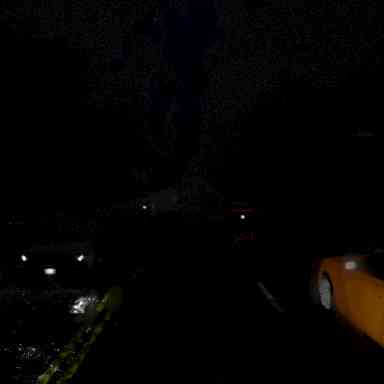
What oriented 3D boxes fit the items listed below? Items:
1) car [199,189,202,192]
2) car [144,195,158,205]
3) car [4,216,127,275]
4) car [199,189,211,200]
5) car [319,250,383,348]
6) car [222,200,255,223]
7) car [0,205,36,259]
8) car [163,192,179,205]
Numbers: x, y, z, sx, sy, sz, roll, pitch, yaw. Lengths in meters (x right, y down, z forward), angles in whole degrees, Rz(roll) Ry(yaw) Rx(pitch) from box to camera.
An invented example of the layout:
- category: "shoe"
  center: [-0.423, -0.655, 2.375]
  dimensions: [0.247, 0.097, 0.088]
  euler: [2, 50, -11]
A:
- category: "car"
  center: [3.231, 0.587, 84.687]
  dimensions: [1.994, 1.385, 4.181]
  euler: [0, 2, 0]
- category: "car"
  center: [-6.573, 1.281, 53.402]
  dimensions: [1.882, 1.535, 5.008]
  euler: [0, 0, 0]
- category: "car"
  center: [-3.352, 1.476, 10.509]
  dimensions: [2.033, 1.411, 5.357]
  euler: [0, 0, 0]
- category: "car"
  center: [3.233, 0.820, 73.692]
  dimensions: [2.033, 1.649, 4.856]
  euler: [0, 2, 0]
- category: "car"
  center: [3.349, 1.444, 4.407]
  dimensions: [1.882, 1.535, 5.008]
  euler: [0, 0, 0]
- category: "car"
  center: [3.345, 1.391, 24.336]
  dimensions: [1.837, 1.490, 4.892]
  euler: [0, 0, 0]
- category: "car"
  center: [-6.603, 1.280, 10.662]
  dimensions: [2.097, 1.767, 4.553]
  euler: [0, 0, 0]
- category: "car"
  center: [-3.323, 1.029, 53.198]
  dimensions: [2.150, 2.045, 5.566]
  euler: [0, 0, 0]
